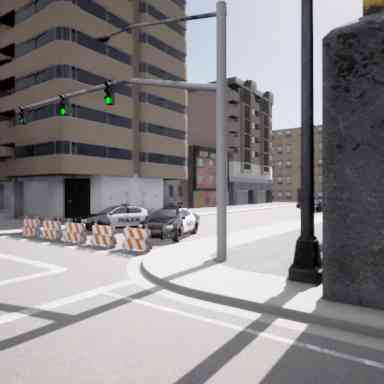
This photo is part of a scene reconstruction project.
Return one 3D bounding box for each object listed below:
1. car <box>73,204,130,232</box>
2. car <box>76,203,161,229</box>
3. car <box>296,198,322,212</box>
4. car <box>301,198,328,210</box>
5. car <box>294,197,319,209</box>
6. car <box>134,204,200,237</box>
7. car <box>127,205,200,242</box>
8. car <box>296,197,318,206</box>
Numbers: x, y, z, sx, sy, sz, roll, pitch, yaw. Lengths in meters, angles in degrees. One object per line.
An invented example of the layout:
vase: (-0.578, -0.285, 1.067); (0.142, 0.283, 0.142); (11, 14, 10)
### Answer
car: (-4.283, 1.475, 19.335); (4.974, 1.542, 2.038); (0, 0, -29)
car: (-4.238, 1.318, 19.361); (4.536, 1.218, 1.853); (0, 0, -29)
car: (14.180, 1.469, 38.430); (2.038, 1.542, 4.974); (0, 0, 36)
car: (14.210, 1.312, 38.472); (1.853, 1.218, 4.536); (0, 0, 36)
car: (16.387, 1.475, 47.347); (2.038, 1.542, 4.974); (0, 0, 36)
car: (-1.076, 1.311, 16.701); (1.853, 1.218, 4.536); (0, 0, 16)
car: (-1.090, 1.469, 16.650); (2.038, 1.542, 4.974); (0, 0, 16)
car: (16.417, 1.317, 47.390); (1.853, 1.218, 4.536); (0, 0, 36)
